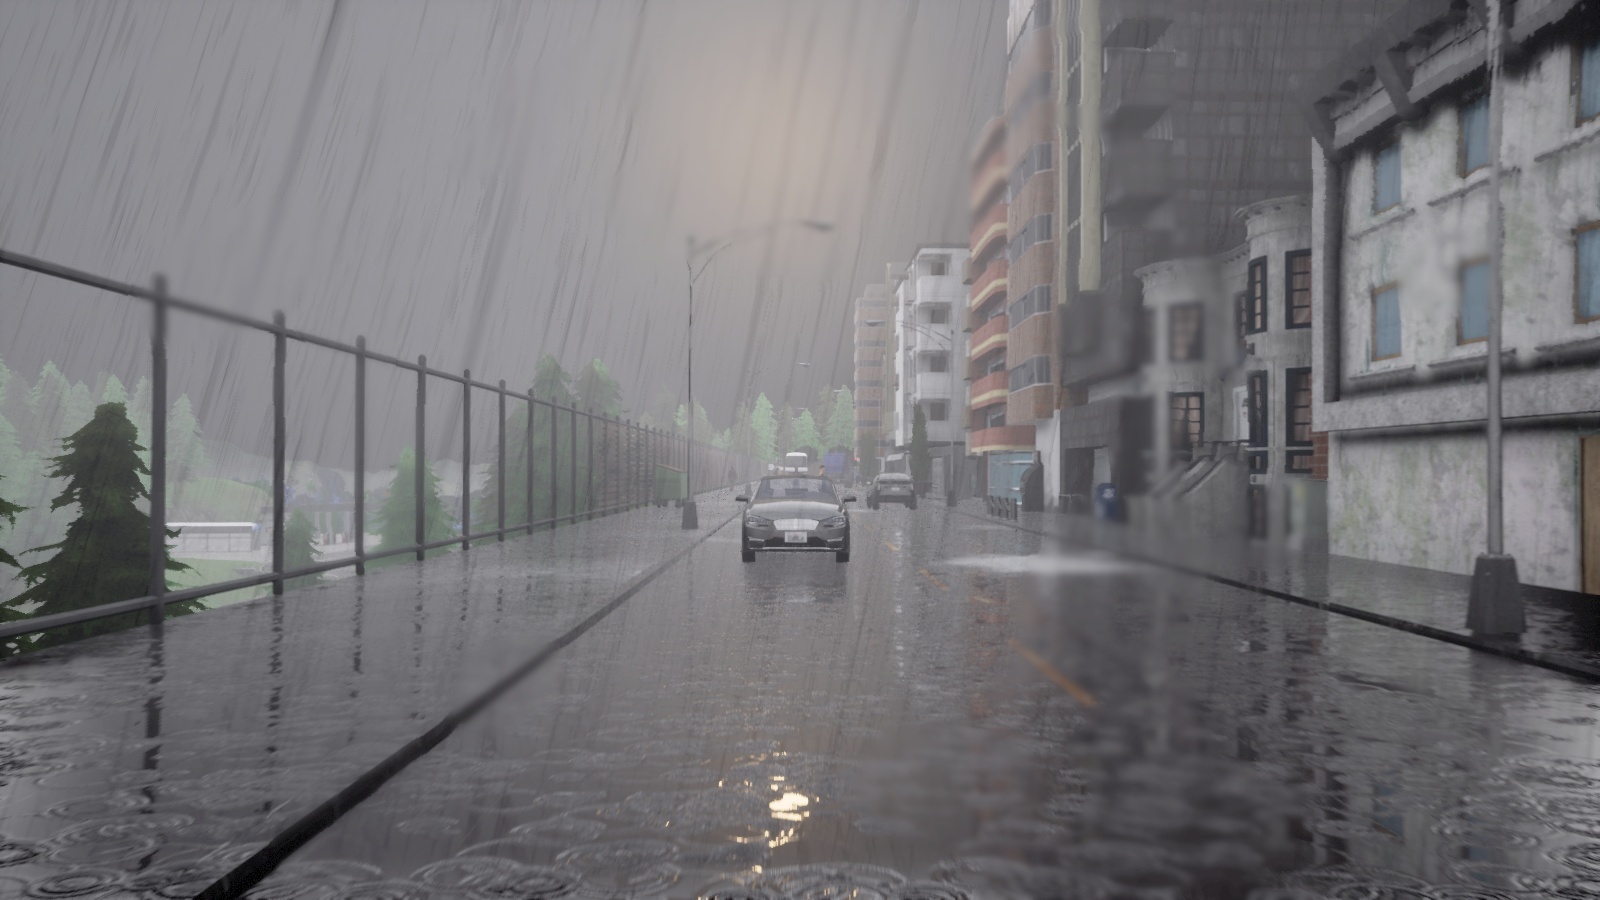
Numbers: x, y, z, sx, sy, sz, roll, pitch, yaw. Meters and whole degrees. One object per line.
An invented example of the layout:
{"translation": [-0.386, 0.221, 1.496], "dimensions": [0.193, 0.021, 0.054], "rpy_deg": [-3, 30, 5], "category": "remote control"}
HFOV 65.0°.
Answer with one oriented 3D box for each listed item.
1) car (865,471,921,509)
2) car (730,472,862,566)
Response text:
{"translation": [3.850, 1.630, 52.812], "dimensions": [2.007, 1.525, 4.514], "rpy_deg": [0, -1, 0], "category": "car"}
{"translation": [-0.065, 1.152, 22.765], "dimensions": [2.128, 1.511, 4.902], "rpy_deg": [0, -1, 0], "category": "car"}
